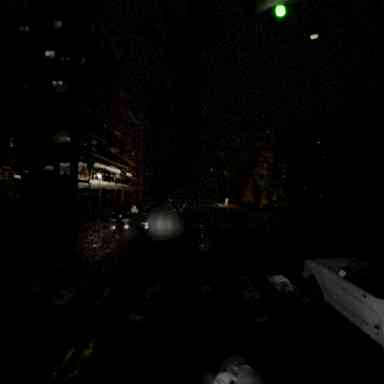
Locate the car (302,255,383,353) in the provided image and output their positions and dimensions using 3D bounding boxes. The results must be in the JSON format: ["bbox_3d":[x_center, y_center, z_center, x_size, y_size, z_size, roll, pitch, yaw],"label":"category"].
[{"bbox_3d":[3.352,1.652,5.263,1.895,1.301,4.718,0,-1,0],"label":"car"}]

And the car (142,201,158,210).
[{"bbox_3d":[-6.561,2.071,52.366,1.994,1.385,4.181,0,-1,0],"label":"car"}]

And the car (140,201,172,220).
[{"bbox_3d":[-3.339,1.850,31.687,2.033,1.411,5.357,0,-1,0],"label":"car"}]

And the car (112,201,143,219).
[{"bbox_3d":[-6.591,1.866,33.361,2.033,1.411,5.357,0,-1,0],"label":"car"}]

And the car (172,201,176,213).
[{"bbox_3d":[-3.332,1.873,41.199,1.882,1.535,5.008,0,-1,0],"label":"car"}]

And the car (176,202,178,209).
[{"bbox_3d":[-3.309,2.080,53.201,1.994,1.385,4.181,0,-1,0],"label":"car"}]
